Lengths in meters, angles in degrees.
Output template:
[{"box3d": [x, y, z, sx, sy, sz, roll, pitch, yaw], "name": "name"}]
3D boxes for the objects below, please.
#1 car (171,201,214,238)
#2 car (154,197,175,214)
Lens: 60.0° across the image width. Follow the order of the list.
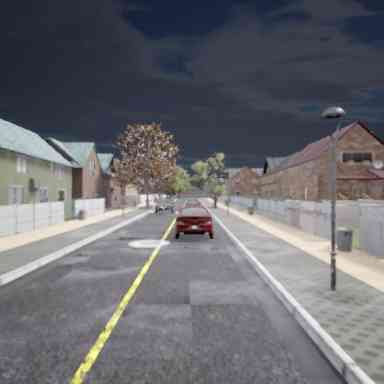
[{"box3d": [0.111, 1.482, 17.854, 1.882, 1.535, 5.008, 0, 0, 0], "name": "car"}, {"box3d": [-2.730, 1.319, 34.042, 1.837, 1.490, 4.892, 0, 0, 0], "name": "car"}]
